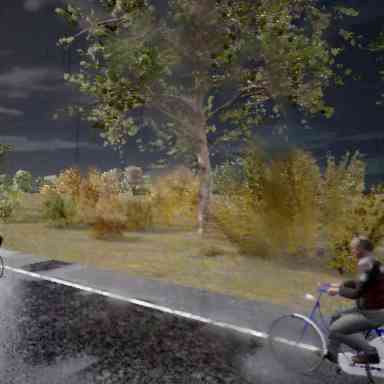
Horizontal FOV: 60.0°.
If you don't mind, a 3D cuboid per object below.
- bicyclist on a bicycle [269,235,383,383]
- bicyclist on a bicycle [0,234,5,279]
[{"bbox_3d":[1.737,1.372,3.818,1.843,1.776,0.659,0,0,35],"label":"bicyclist on a bicycle"},{"bbox_3d":[-5.442,1.469,8.937,1.656,1.620,0.582,0,0,35],"label":"bicyclist on a bicycle"}]
